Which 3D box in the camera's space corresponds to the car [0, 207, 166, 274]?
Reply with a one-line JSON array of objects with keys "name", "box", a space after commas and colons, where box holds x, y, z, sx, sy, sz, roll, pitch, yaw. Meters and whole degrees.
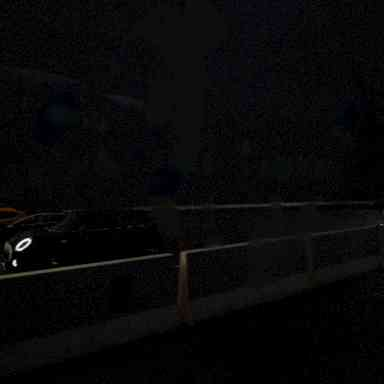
[{"name": "car", "box": [-3.156, 1.316, 10.140, 4.553, 1.767, 2.097, 0, 0, -34]}]

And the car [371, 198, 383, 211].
[{"name": "car", "box": [21.186, 1.208, 35.146, 5.008, 1.535, 1.882, 0, 0, -22]}]

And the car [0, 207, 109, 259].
[{"name": "car", "box": [-5.883, 1.455, 12.530, 4.902, 1.511, 2.128, 0, 0, -34]}]

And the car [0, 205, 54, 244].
[{"name": "car", "box": [-8.949, 1.445, 14.668, 5.008, 1.535, 1.882, 0, 0, -35]}]
